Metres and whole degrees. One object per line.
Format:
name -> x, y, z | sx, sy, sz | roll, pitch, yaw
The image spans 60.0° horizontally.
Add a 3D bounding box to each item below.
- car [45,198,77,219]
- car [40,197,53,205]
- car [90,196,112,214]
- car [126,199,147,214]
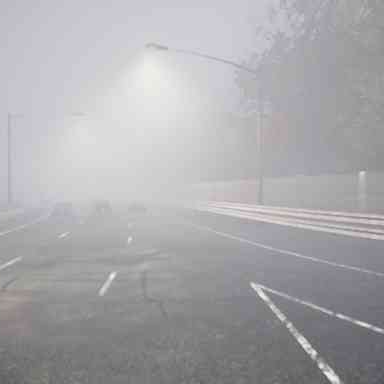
car -> -11.320, 1.573, 29.411 | 2.033, 1.411, 5.357 | 0, 0, -17
car -> -26.364, 1.567, 60.713 | 2.128, 1.511, 4.902 | 0, 0, -38
car -> -9.495, 1.508, 34.980 | 1.837, 1.490, 4.892 | 0, 0, -18
car -> -5.975, 1.503, 35.480 | 1.812, 1.442, 4.674 | 0, 0, -18
